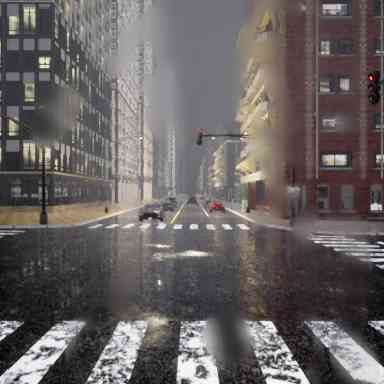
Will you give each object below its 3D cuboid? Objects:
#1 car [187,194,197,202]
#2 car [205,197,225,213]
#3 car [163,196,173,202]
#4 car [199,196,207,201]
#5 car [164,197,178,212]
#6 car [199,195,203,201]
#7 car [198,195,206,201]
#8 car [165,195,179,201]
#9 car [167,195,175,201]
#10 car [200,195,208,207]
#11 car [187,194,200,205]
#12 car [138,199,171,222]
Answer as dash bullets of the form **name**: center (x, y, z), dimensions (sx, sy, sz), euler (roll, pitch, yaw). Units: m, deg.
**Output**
- **car**: center (0.016, 1.224, 69.780), dimensions (2.097, 1.767, 4.553), euler (0, 0, 0)
- **car**: center (2.750, 1.594, 37.208), dimensions (1.802, 1.307, 4.206), euler (0, 0, 0)
- **car**: center (-5.672, 1.596, 78.369), dimensions (2.008, 1.369, 4.403), euler (0, 0, 0)
- **car**: center (2.709, 1.634, 84.017), dimensions (1.802, 1.307, 4.206), euler (0, 0, 0)
- **car**: center (-3.071, 1.577, 38.155), dimensions (1.994, 1.385, 4.181), euler (0, 0, 1)
- **car**: center (2.704, 1.576, 55.774), dimensions (2.008, 1.369, 4.403), euler (0, 0, 0)
- **car**: center (2.710, 1.499, 89.666), dimensions (1.967, 1.590, 4.097), euler (0, 0, 0)
- **car**: center (-3.050, 1.526, 48.987), dimensions (1.837, 1.490, 4.892), euler (0, 0, 0)
- **car**: center (-5.670, 1.603, 89.667), dimensions (1.887, 1.381, 4.507), euler (0, 0, 0)
- **car**: center (2.702, 1.572, 50.126), dimensions (2.008, 1.369, 4.403), euler (0, 0, 0)
- **car**: center (0.014, 1.554, 59.807), dimensions (1.812, 1.442, 4.674), euler (0, 0, 0)
- **car**: center (-3.078, 1.554, 26.796), dimensions (2.033, 1.411, 5.357), euler (0, 0, -1)
